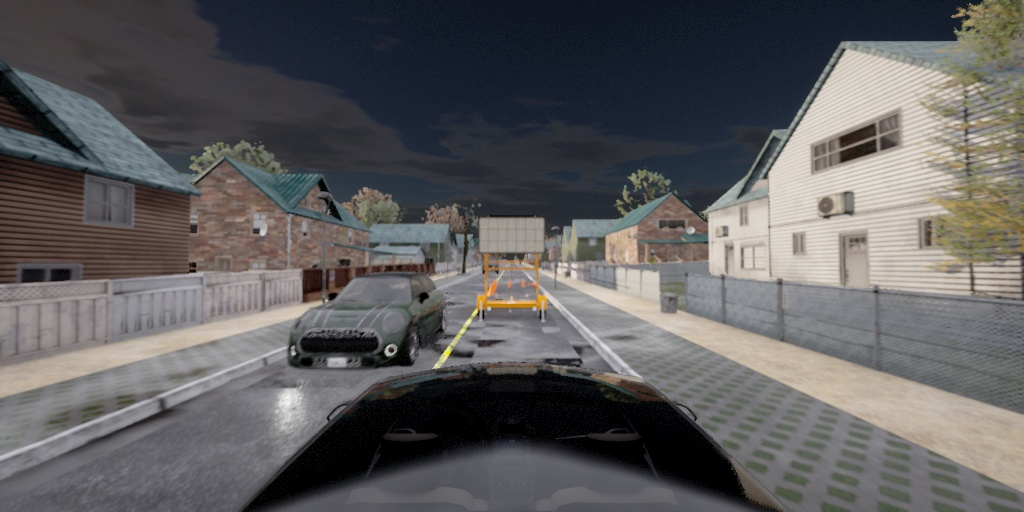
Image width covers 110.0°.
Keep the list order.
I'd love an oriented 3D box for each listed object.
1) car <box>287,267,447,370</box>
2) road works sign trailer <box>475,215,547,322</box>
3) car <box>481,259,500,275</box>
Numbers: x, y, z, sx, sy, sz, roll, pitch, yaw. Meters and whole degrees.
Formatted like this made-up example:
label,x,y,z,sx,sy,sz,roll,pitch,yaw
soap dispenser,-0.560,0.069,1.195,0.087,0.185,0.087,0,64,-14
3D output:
label,x,y,z,sx,sy,sz,roll,pitch,yaw
car,-2.853,1.167,8.094,2.097,1.767,4.553,0,-1,0
road works sign trailer,-0.005,0.328,12.817,2.380,3.560,2.880,0,0,0
car,-2.871,1.435,48.440,2.150,2.045,5.566,0,-1,0
